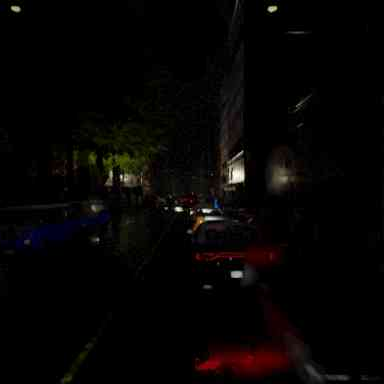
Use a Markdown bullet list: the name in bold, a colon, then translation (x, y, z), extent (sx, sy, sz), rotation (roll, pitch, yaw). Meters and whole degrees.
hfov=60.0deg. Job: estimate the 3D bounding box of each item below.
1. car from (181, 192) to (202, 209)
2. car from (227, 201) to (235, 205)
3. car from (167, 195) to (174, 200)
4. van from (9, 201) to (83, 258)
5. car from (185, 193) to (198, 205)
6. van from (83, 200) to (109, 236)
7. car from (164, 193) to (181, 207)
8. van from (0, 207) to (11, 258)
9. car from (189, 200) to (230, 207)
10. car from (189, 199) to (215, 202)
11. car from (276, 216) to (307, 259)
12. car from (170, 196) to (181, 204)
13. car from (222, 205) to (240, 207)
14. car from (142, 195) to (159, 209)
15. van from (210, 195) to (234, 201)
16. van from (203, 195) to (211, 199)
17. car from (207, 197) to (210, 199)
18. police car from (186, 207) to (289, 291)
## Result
- **car**: translation (-0.061, 1.202, 44.969), extent (2.150, 2.045, 5.566), rotation (0, 0, 0)
- **car**: translation (2.822, 1.579, 23.758), extent (1.802, 1.307, 4.206), rotation (0, 0, 0)
- **car**: translation (-5.797, 1.438, 89.866), extent (1.752, 1.417, 4.829), rotation (0, 0, 0)
- **van**: translation (-5.688, 1.343, 12.399), extent (1.690, 1.788, 3.998), rotation (0, 0, 0)
- **car**: translation (-0.084, 1.182, 59.654), extent (2.150, 2.045, 5.566), rotation (0, 0, 0)
- **van**: translation (-5.696, 1.342, 18.057), extent (1.690, 1.788, 3.998), rotation (0, 0, 0)
- **car**: translation (-3.124, 1.324, 51.453), extent (2.097, 1.767, 4.553), rotation (0, 0, 0)
- **van**: translation (-5.680, 1.343, 6.741), extent (1.690, 1.788, 3.998), rotation (0, 0, 0)
- **car**: translation (0.872, 1.455, 19.256), extent (1.801, 1.575, 5.366), rotation (0, 0, 0)
- **car**: translation (0.865, 1.523, 25.067), extent (1.812, 1.442, 4.674), rotation (0, 0, 0)
- **car**: translation (2.838, 1.546, 12.437), extent (1.887, 1.381, 4.507), rotation (0, 0, 0)
- **car**: translation (-3.088, 1.485, 62.060), extent (1.812, 1.442, 4.674), rotation (0, 0, 0)
- **car**: translation (2.830, 1.582, 18.097), extent (1.802, 1.307, 4.206), rotation (0, 0, 0)
- **car**: translation (-5.735, 1.295, 46.347), extent (2.192, 1.841, 5.009), rotation (0, 0, 0)
- **van**: translation (2.813, 1.335, 29.418), extent (1.690, 1.788, 3.998), rotation (0, 0, 0)
- **van**: translation (2.790, 1.320, 46.399), extent (1.690, 1.788, 3.998), rotation (0, 0, 0)
- **car**: translation (2.806, 1.535, 35.078), extent (1.887, 1.381, 4.507), rotation (0, 0, 0)
- **police car**: translation (0.887, 1.427, 9.177), extent (1.930, 1.638, 5.238), rotation (0, 0, 0)
